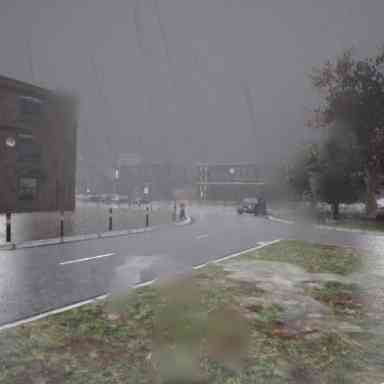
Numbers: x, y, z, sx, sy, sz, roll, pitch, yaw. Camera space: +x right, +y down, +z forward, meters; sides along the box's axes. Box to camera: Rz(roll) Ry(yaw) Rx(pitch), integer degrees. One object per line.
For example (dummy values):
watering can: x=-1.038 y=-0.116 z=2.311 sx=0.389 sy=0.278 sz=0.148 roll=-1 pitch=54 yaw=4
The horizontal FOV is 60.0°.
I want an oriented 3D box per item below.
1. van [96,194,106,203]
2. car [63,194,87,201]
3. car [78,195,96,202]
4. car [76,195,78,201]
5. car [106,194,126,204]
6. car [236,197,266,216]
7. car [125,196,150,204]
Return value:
van: x=-17.495 y=1.352 z=70.474 sx=1.878 sy=1.987 sz=4.442 roll=1 pitch=-1 yaw=31
car: x=-26.841 y=1.328 z=76.270 sx=2.231 sy=1.521 sz=4.892 roll=2 pitch=0 yaw=31
car: x=-22.071 y=1.332 z=73.414 sx=2.185 sy=1.767 sz=4.553 roll=2 pitch=0 yaw=31
car: x=-24.577 y=1.389 z=74.886 sx=2.097 sy=1.535 sz=5.008 roll=2 pitch=0 yaw=31
car: x=-14.934 y=1.512 z=69.095 sx=2.185 sy=1.767 sz=4.553 roll=1 pitch=-1 yaw=31
car: x=6.759 y=1.571 z=37.296 sx=2.150 sy=2.045 sz=5.566 roll=0 pitch=-1 yaw=26
car: x=-10.320 y=1.763 z=66.228 sx=2.163 sy=1.488 sz=4.792 roll=1 pitch=-1 yaw=31
